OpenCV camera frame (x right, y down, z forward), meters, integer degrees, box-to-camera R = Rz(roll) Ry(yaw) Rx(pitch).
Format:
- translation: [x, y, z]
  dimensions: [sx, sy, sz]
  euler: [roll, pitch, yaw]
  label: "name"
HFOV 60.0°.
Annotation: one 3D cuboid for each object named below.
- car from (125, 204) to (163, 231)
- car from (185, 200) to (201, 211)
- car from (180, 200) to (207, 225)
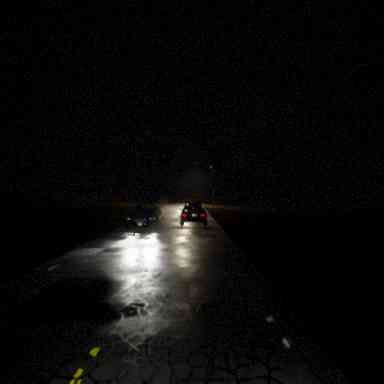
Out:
- translation: [-2.848, 1.501, 20.631]
  dimensions: [2.128, 1.511, 4.902]
  euler: [0, 0, 0]
  label: "car"
- translation: [0.103, 1.679, 42.167]
  dimensions: [1.895, 1.301, 4.718]
  euler: [0, 0, 0]
  label: "car"
- translation: [0.103, 1.565, 24.067]
  dimensions: [2.033, 1.411, 5.357]
  euler: [0, 0, 0]
  label: "car"
